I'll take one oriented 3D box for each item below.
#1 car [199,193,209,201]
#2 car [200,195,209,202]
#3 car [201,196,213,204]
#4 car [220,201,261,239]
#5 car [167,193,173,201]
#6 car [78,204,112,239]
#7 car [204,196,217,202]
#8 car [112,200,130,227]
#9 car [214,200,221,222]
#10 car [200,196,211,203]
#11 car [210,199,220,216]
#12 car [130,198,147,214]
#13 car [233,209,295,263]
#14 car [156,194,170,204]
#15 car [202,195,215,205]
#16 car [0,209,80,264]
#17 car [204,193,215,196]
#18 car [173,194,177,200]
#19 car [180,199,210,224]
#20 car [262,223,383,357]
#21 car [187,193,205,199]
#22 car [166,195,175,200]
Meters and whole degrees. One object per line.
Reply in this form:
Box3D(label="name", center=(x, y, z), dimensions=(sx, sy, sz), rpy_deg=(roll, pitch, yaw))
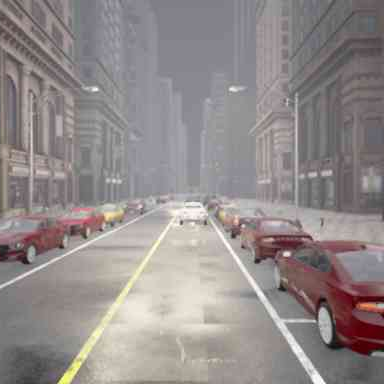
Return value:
Box3D(label="car", center=(2.743, 1.236, 78.929), dimensions=(2.192, 1.841, 5.009), rpy_deg=(0, 0, 0))
Box3D(label="car", center=(2.745, 1.451, 73.497), dimensions=(1.752, 1.417, 4.829), rpy_deg=(0, 0, 0))
Box3D(label="car", center=(2.747, 1.502, 62.124), dimensions=(1.947, 1.339, 4.313), rpy_deg=(0, 0, 0))
Box3D(label="car", center=(2.756, 1.421, 17.310), dimensions=(1.967, 1.590, 4.097), rpy_deg=(0, 0, 0))
Box3D(label="car", center=(-5.780, 1.477, 73.321), dimensions=(2.008, 1.369, 4.403), rpy_deg=(0, 0, 0))
Box3D(label="car", center=(-5.769, 1.526, 17.299), dimensions=(1.887, 1.381, 4.507), rpy_deg=(0, 0, 0))
Box3D(label="car", center=(2.752, 1.502, 39.717), dimensions=(1.887, 1.381, 4.507), rpy_deg=(0, 0, 0))
Box3D(label="car", center=(-5.770, 1.501, 22.732), dimensions=(1.752, 1.417, 4.829), rpy_deg=(0, 0, 0))
Box3D(label="car", center=(2.755, 1.500, 23.082), dimensions=(1.752, 1.417, 4.829), rpy_deg=(0, 0, 0))
Box3D(label="car", center=(2.746, 1.482, 67.726), dimensions=(2.008, 1.369, 4.403), rpy_deg=(0, 0, 0))
Box3D(label="car", center=(2.754, 1.551, 28.514), dimensions=(1.802, 1.307, 4.206), rpy_deg=(0, 0, 0))
Box3D(label="car", center=(-5.773, 1.403, 34.107), dimensions=(1.967, 1.590, 4.097), rpy_deg=(0, 0, 0))
Box3D(label="car", center=(2.757, 1.532, 11.708), dimensions=(1.887, 1.381, 4.507), rpy_deg=(0, 0, 0))
Box3D(label="car", center=(-5.778, 1.481, 62.117), dimensions=(1.887, 1.381, 4.507), rpy_deg=(0, 0, 0))
Box3D(label="car", center=(2.748, 1.381, 56.522), dimensions=(1.967, 1.590, 4.097), rpy_deg=(0, 0, 0))
Box3D(label="car", center=(-5.768, 1.532, 11.698), dimensions=(1.887, 1.381, 4.507), rpy_deg=(0, 0, 0))
Box3D(label="car", center=(2.748, 1.261, 50.920), dimensions=(2.192, 1.841, 5.009), rpy_deg=(0, 0, 0))
Box3D(label="car", center=(-5.784, 1.231, 84.526), dimensions=(2.192, 1.841, 5.009), rpy_deg=(0, 0, 0))
Box3D(label="car", center=(0.099, 1.500, 24.052), dimensions=(1.812, 1.442, 4.674), rpy_deg=(0, 0, 0))
Box3D(label="car", center=(2.758, 1.538, 6.106), dimensions=(1.887, 1.381, 4.507), rpy_deg=(0, 0, 0))
Box3D(label="car", center=(0.091, 1.308, 40.242), dimensions=(2.097, 1.767, 4.553), rpy_deg=(0, 0, 0))
Box3D(label="car", center=(-5.784, 1.477, 90.128), dimensions=(1.947, 1.339, 4.313), rpy_deg=(0, 0, 0))
